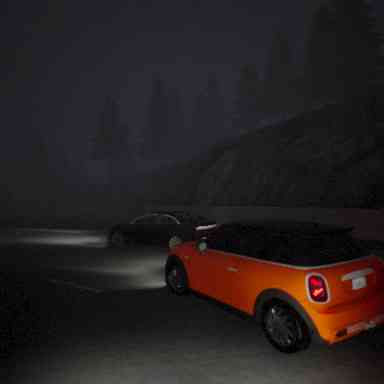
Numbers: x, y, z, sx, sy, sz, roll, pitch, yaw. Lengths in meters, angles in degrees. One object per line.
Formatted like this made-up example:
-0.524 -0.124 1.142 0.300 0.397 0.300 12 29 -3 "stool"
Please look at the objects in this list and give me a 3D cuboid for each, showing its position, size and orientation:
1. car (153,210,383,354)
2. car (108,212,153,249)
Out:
1.232 1.306 6.439 2.097 1.767 4.553 -2 0 -31 "car"
-1.244 1.500 13.229 4.902 1.511 2.128 -2 0 33 "car"
